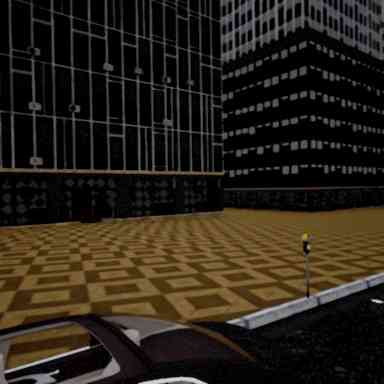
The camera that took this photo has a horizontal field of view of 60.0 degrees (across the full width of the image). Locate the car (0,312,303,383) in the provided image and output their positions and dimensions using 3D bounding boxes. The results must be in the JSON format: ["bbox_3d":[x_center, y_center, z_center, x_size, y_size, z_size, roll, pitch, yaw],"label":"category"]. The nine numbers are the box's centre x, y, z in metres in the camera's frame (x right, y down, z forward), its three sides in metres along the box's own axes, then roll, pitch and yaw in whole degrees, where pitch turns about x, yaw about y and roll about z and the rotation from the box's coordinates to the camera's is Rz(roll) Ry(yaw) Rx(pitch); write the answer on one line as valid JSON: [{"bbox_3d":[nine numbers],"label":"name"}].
[{"bbox_3d":[-1.155,1.551,1.671,4.403,1.369,2.008,0,-1,-37],"label":"car"}]
